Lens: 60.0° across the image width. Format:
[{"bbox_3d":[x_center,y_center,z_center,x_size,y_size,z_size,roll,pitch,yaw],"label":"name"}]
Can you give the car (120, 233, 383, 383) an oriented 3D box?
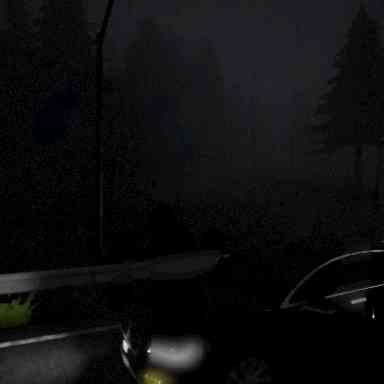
[{"bbox_3d":[1.526,1.382,4.490,4.892,1.490,1.837,0,2,-24],"label":"car"}]
